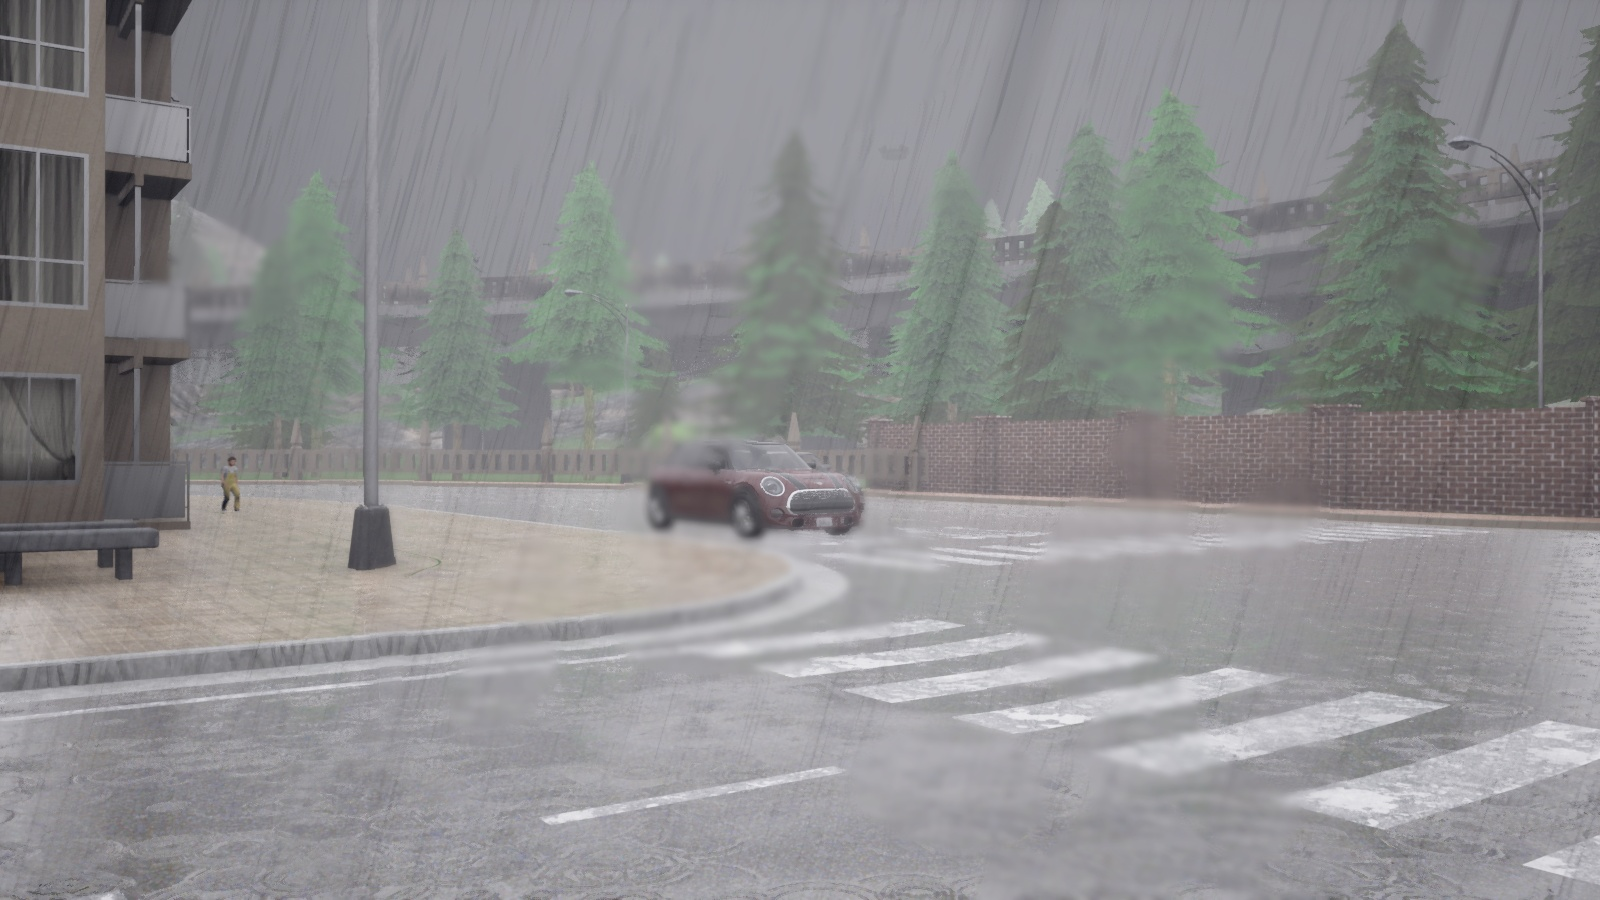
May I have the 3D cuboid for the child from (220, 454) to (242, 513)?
[{"bbox_3d":[-12.328,0.716,27.202,0.437,1.263,0.270,0,0,41],"label":"child"}]

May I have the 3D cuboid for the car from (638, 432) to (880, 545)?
[{"bbox_3d":[-0.842,0.604,22.117,2.097,1.767,4.553,0,0,-35],"label":"car"}]

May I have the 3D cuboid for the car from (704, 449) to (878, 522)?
[{"bbox_3d":[-0.263,0.722,27.393,1.970,1.475,3.806,0,0,-35],"label":"car"}]
